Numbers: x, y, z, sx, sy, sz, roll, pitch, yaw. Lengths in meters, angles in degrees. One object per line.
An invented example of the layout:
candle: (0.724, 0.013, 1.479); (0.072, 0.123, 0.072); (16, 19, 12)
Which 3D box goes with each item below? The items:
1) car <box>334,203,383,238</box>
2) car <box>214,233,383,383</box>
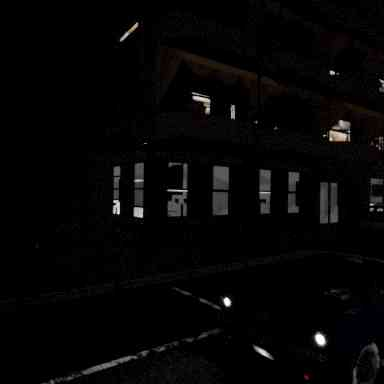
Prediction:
car: (7.057, 1.329, 11.571); (5.009, 1.841, 2.192); (0, 1, -35)
car: (2.647, 1.606, 5.264); (4.718, 1.301, 1.895); (0, 0, -35)
